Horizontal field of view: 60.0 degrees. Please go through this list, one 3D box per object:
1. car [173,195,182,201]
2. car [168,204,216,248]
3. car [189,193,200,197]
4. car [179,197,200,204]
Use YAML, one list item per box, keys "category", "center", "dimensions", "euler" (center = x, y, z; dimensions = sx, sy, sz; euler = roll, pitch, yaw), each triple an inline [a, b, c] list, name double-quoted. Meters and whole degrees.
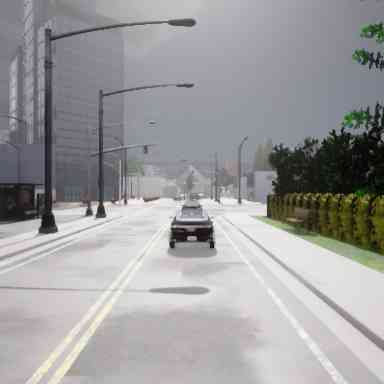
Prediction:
- category: "car"
  center: [-3.500, 1.402, 79.985]
  dimensions: [1.882, 1.535, 5.008]
  euler: [0, 0, 0]
- category: "car"
  center: [0.000, 1.493, 14.650]
  dimensions: [2.128, 1.511, 4.902]
  euler: [0, 0, 0]
- category: "car"
  center: [0.754, 1.210, 93.464]
  dimensions: [2.150, 2.045, 5.566]
  euler: [0, 0, 12]
- category: "car"
  center: [0.000, 1.515, 29.650]
  dimensions: [1.837, 1.490, 4.892]
  euler: [0, 0, 0]
